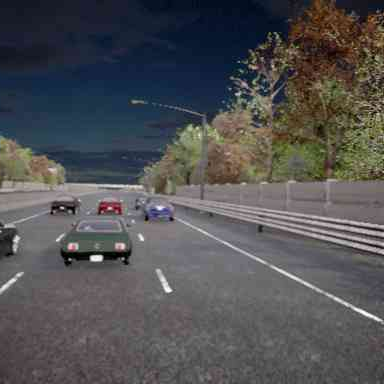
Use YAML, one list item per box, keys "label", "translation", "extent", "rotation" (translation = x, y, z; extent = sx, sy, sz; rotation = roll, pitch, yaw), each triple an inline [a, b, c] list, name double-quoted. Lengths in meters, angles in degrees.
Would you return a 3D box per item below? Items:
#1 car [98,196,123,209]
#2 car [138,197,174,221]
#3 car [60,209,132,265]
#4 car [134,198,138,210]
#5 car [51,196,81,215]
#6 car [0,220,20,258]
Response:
- label: "car"
  translation: [-7.103, 1.125, 28.985]
  extent: [1.882, 1.535, 5.008]
  rotation: [2, 0, -13]
- label: "car"
  translation: [-2.698, 1.151, 25.319]
  extent: [2.097, 1.767, 4.553]
  rotation: [2, 0, -13]
- label: "car"
  translation: [-3.018, 1.456, 11.025]
  extent: [1.895, 1.301, 4.718]
  rotation: [2, 0, -13]
- label: "car"
  translation: [-5.394, 1.216, 36.889]
  extent: [2.033, 1.411, 5.357]
  rotation: [2, 0, -12]
- label: "car"
  translation: [-10.387, 1.030, 27.645]
  extent: [1.882, 1.535, 5.008]
  rotation: [2, 0, -13]
- label: "car"
  translation: [-6.117, 1.274, 8.892]
  extent: [1.837, 1.490, 4.892]
  rotation: [2, 0, -13]
